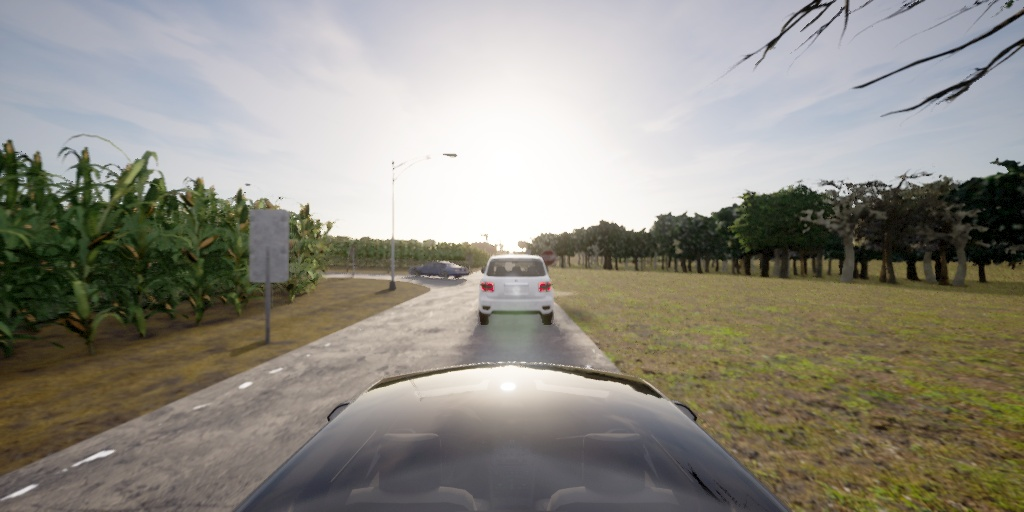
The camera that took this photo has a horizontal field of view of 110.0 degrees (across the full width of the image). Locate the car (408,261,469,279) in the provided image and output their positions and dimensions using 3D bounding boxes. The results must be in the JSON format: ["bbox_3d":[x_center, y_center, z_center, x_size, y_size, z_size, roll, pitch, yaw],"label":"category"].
[{"bbox_3d":[-6.234,1.150,30.318,5.357,1.411,2.033,2,-1,28],"label":"car"}]

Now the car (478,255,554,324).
[{"bbox_3d":[0.107,0.977,12.200,2.150,2.045,5.566,0,0,0],"label":"car"}]
